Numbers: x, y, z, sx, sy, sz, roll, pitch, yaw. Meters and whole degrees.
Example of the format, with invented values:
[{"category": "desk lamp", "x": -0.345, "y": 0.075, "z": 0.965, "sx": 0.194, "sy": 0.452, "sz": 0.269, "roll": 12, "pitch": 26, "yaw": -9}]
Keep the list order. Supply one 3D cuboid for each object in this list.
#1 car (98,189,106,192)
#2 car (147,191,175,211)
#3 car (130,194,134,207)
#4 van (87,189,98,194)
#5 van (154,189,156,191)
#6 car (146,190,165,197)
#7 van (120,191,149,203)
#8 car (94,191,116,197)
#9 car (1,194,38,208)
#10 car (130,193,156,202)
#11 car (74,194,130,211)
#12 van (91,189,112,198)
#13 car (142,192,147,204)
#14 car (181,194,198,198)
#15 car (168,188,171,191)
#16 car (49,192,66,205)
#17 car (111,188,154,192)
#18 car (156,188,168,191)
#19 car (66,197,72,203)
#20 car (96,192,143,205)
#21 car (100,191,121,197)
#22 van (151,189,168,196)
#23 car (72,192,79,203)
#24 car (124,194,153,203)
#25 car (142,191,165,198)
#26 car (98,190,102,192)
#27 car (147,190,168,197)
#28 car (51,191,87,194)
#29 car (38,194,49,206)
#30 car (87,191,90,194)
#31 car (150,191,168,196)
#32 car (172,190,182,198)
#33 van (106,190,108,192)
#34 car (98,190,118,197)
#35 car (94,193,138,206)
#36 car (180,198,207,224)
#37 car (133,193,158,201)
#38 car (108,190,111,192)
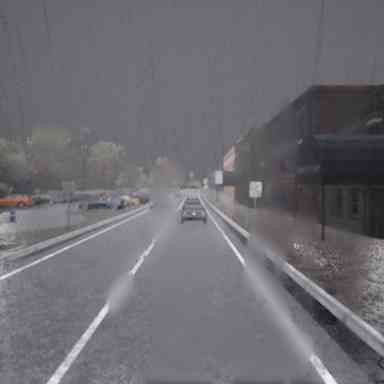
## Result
[{"category": "car", "x": -21.721, "y": 0.677, "z": 71.700, "sx": 4.553, "sy": 1.767, "sz": 2.185, "roll": 0, "pitch": 1, "yaw": 0}, {"category": "car", "x": -3.343, "y": 1.134, "z": 36.427, "sx": 2.097, "sy": 1.767, "sz": 4.553, "roll": 0, "pitch": 1, "yaw": 0}, {"category": "car", "x": -9.389, "y": 1.215, "z": 37.883, "sx": 4.674, "sy": 1.452, "sz": 2.002, "roll": 0, "pitch": 0, "yaw": 0}, {"category": "van", "x": -21.669, "y": 0.708, "z": 66.175, "sx": 4.442, "sy": 1.987, "sz": 1.878, "roll": 0, "pitch": 1, "yaw": 0}, {"category": "van", "x": -9.367, "y": 0.812, "z": 60.366, "sx": 4.442, "sy": 1.987, "sz": 1.878, "roll": 0, "pitch": 1, "yaw": 0}, {"category": "car", "x": -9.144, "y": 0.408, "z": 83.106, "sx": 4.553, "sy": 1.767, "sz": 2.185, "roll": 0, "pitch": 1, "yaw": 0}, {"category": "van", "x": -9.401, "y": 0.848, "z": 54.835, "sx": 4.442, "sy": 1.987, "sz": 1.878, "roll": 0, "pitch": 0, "yaw": 0}, {"category": "car", "x": -21.687, "y": 0.536, "z": 82.994, "sx": 5.008, "sy": 1.535, "sz": 2.097, "roll": 0, "pitch": 1, "yaw": 0}, {"category": "car", "x": -21.918, "y": 1.031, "z": 40.748, "sx": 4.553, "sy": 1.767, "sz": 2.185, "roll": 0, "pitch": 0, "yaw": 0}, {"category": "car", "x": -9.235, "y": 1.035, "z": 63.326, "sx": 4.674, "sy": 1.452, "sz": 2.002, "roll": 0, "pitch": 1, "yaw": 0}, {"category": "car", "x": -9.433, "y": 1.221, "z": 35.056, "sx": 4.792, "sy": 1.488, "sz": 2.163, "roll": 0, "pitch": 0, "yaw": 0}, {"category": "van", "x": -21.814, "y": 0.374, "z": 80.293, "sx": 4.442, "sy": 1.987, "sz": 1.878, "roll": 0, "pitch": 1, "yaw": 0}, {"category": "car", "x": -9.330, "y": 1.124, "z": 46.360, "sx": 5.008, "sy": 1.535, "sz": 2.097, "roll": 0, "pitch": 0, "yaw": 0}, {"category": "car", "x": 0.104, "y": 1.226, "z": 41.667, "sx": 2.128, "sy": 1.511, "sz": 4.902, "roll": 0, "pitch": 1, "yaw": 0}, {"category": "car", "x": -8.910, "y": 0.464, "z": 85.932, "sx": 5.366, "sy": 1.575, "sz": 1.946, "roll": 0, "pitch": 1, "yaw": 0}, {"category": "car", "x": -21.903, "y": 1.108, "z": 49.220, "sx": 4.892, "sy": 1.521, "sz": 2.231, "roll": 0, "pitch": 0, "yaw": 0}, {"category": "car", "x": -9.273, "y": 0.839, "z": 52.009, "sx": 5.566, "sy": 2.045, "sz": 2.435, "roll": 0, "pitch": 0, "yaw": 0}, {"category": "car", "x": -9.175, "y": 0.415, "z": 77.453, "sx": 5.566, "sy": 2.045, "sz": 2.435, "roll": 0, "pitch": 1, "yaw": 0}, {"category": "car", "x": -21.849, "y": 1.120, "z": 51.919, "sx": 4.792, "sy": 1.488, "sz": 2.163, "roll": 0, "pitch": 0, "yaw": 0}, {"category": "car", "x": -9.538, "y": 1.138, "z": 43.535, "sx": 5.366, "sy": 1.575, "sz": 1.946, "roll": 0, "pitch": 0, "yaw": 0}, {"category": "car", "x": -21.642, "y": 0.403, "z": 88.639, "sx": 5.008, "sy": 1.535, "sz": 2.097, "roll": 0, "pitch": 1, "yaw": 0}, {"category": "van", "x": -9.161, "y": 0.041, "z": 94.403, "sx": 4.442, "sy": 1.987, "sz": 1.878, "roll": 0, "pitch": 1, "yaw": 0}, {"category": "car", "x": -21.832, "y": 1.103, "z": 54.742, "sx": 4.792, "sy": 1.488, "sz": 2.163, "roll": 0, "pitch": 0, "yaw": 0}, {"category": "car", "x": -9.270, "y": 1.097, "z": 57.662, "sx": 4.674, "sy": 1.452, "sz": 2.002, "roll": 0, "pitch": 0, "yaw": 0}, {"category": "car", "x": -9.315, "y": 0.597, "z": 80.284, "sx": 5.366, "sy": 1.575, "sz": 1.946, "roll": 0, "pitch": 1, "yaw": 0}, {"category": "car", "x": -21.802, "y": 0.896, "z": 69.007, "sx": 4.792, "sy": 1.488, "sz": 2.163, "roll": 0, "pitch": 1, "yaw": 0}, {"category": "car", "x": -9.264, "y": 0.397, "z": 88.759, "sx": 5.366, "sy": 1.575, "sz": 1.946, "roll": 0, "pitch": 1, "yaw": 0}, {"category": "car", "x": -21.816, "y": 0.806, "z": 57.564, "sx": 5.566, "sy": 2.045, "sz": 2.435, "roll": 0, "pitch": 0, "yaw": 0}, {"category": "car", "x": -21.927, "y": 1.141, "z": 43.448, "sx": 5.008, "sy": 1.535, "sz": 2.097, "roll": 0, "pitch": 0, "yaw": 0}, {"category": "car", "x": -21.820, "y": 1.036, "z": 60.401, "sx": 5.008, "sy": 1.535, "sz": 2.097, "roll": 0, "pitch": 0, "yaw": 0}, {"category": "car", "x": -9.059, "y": 0.374, "z": 91.584, "sx": 4.674, "sy": 1.452, "sz": 2.002, "roll": 0, "pitch": 1, "yaw": 0}, {"category": "car", "x": -3.063, "y": 0.658, "z": 77.017, "sx": 2.033, "sy": 1.411, "sz": 5.357, "roll": 0, "pitch": 1, "yaw": 1}, {"category": "van", "x": -21.852, "y": 0.508, "z": 74.645, "sx": 4.442, "sy": 1.987, "sz": 1.878, "roll": 0, "pitch": 1, "yaw": 0}, {"category": "car", "x": -21.695, "y": 0.344, "z": 85.814, "sx": 4.553, "sy": 1.767, "sz": 2.185, "roll": 0, "pitch": 1, "yaw": 0}, {"category": "car", "x": -9.372, "y": 1.198, "z": 40.708, "sx": 4.674, "sy": 1.452, "sz": 2.002, "roll": 0, "pitch": 0, "yaw": 0}, {"category": "car", "x": 0.106, "y": 1.428, "z": 23.765, "sx": 2.033, "sy": 1.411, "sz": 5.357, "roll": 0, "pitch": 0, "yaw": -1}, {"category": "car", "x": -9.213, "y": 0.973, "z": 66.160, "sx": 4.674, "sy": 1.452, "sz": 2.002, "roll": 0, "pitch": 1, "yaw": 0}, {"category": "car", "x": -21.722, "y": 0.668, "z": 77.473, "sx": 4.892, "sy": 1.521, "sz": 2.231, "roll": 0, "pitch": 1, "yaw": 0}]
